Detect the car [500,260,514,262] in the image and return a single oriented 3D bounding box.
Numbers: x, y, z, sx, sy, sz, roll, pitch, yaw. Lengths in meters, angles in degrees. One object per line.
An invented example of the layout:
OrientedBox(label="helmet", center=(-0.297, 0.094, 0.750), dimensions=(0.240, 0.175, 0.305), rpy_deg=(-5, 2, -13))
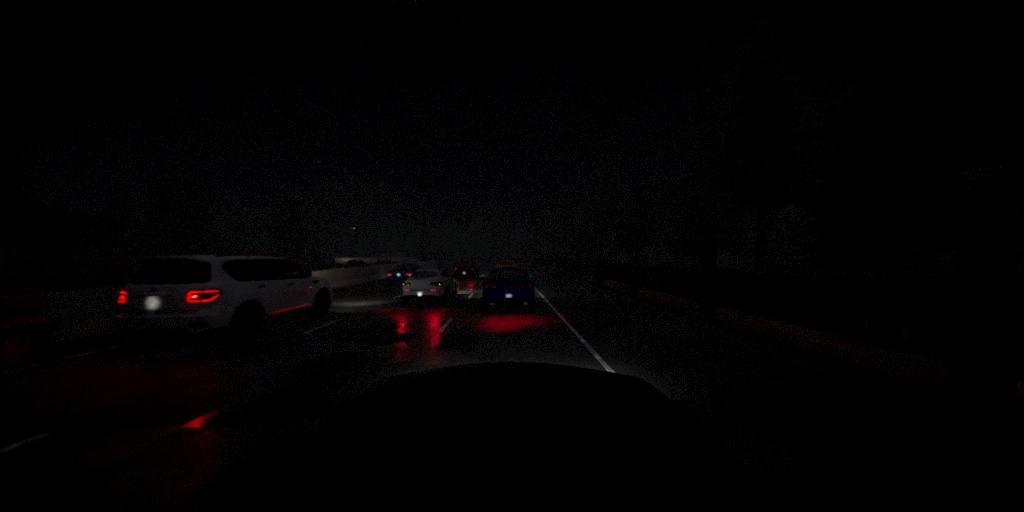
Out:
OrientedBox(label="car", center=(-0.474, 1.132, 32.294), dimensions=(1.882, 1.535, 5.008), rpy_deg=(0, 0, -1))

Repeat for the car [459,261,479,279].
OrientedBox(label="car", center=(-3.970, 1.199, 31.673), dimensions=(1.812, 1.442, 4.674), rpy_deg=(0, 0, -1))

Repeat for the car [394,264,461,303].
OrientedBox(label="car", center=(-3.681, 1.247, 16.413), dimensions=(1.812, 1.442, 4.674), rpy_deg=(0, 0, -1))

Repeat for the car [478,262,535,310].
OrientedBox(label="car", center=(-0.147, 1.187, 14.636), dimensions=(1.882, 1.535, 5.008), rpy_deg=(0, 0, -1))

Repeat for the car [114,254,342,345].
OrientedBox(label="car", center=(-7.081, 0.980, 9.721), dimensions=(2.150, 2.045, 5.566), rpy_deg=(0, 0, -1))

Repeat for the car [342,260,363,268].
OrientedBox(label="car", center=(-18.400, 1.217, 41.733), dimensions=(1.837, 1.490, 4.892), rpy_deg=(0, 0, -2))

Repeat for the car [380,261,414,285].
OrientedBox(label="car", center=(-7.374, 1.257, 25.719), dimensions=(2.033, 1.411, 5.357), rpy_deg=(0, 0, -1))

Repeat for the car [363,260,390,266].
OrientedBox(label="car", center=(-14.881, 1.175, 40.992), dimensions=(1.882, 1.535, 5.008), rpy_deg=(0, 0, -2))
